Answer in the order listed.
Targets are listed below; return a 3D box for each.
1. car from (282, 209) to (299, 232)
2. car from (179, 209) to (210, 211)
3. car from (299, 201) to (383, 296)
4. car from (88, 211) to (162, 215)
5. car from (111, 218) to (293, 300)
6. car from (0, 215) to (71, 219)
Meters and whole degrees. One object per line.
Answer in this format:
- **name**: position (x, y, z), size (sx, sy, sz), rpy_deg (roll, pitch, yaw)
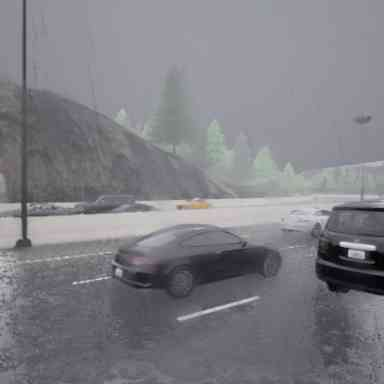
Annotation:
- **car**: position (6.619, 1.548, 17.993), size (4.674, 1.442, 1.812), rpy_deg (0, 0, -40)
- **car**: position (0.352, 1.543, 40.778), size (5.008, 1.535, 1.882), rpy_deg (0, 0, -43)
- **car**: position (5.123, 1.229, 7.741), size (5.566, 2.045, 2.150), rpy_deg (0, 0, -38)
- **car**: position (-4.274, 1.547, 22.875), size (4.892, 1.490, 1.837), rpy_deg (0, 0, -39)
- **car**: position (0.287, 1.540, 8.448), size (4.674, 1.442, 1.812), rpy_deg (0, 0, -37)
- **car**: position (-10.566, 1.540, 22.416), size (4.902, 1.511, 2.128), rpy_deg (0, 0, -37)
